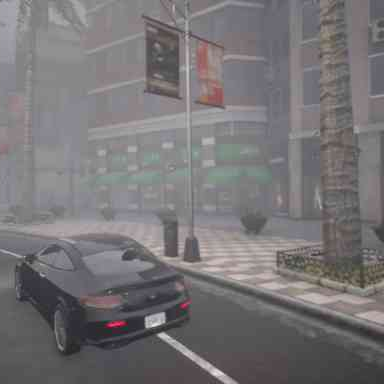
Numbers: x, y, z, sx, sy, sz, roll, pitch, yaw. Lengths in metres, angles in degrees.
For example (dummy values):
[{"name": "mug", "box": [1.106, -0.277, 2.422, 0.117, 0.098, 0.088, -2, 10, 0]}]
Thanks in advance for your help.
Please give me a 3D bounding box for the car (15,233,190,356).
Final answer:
[{"name": "car", "box": [-1.889, 1.490, 6.095, 1.812, 1.442, 4.674, -2, 1, -38]}]
